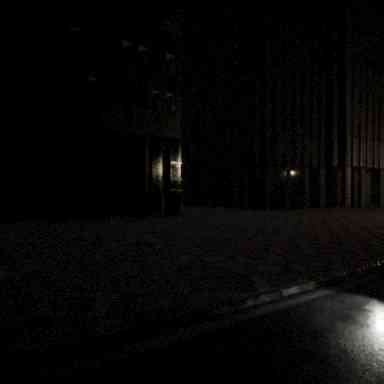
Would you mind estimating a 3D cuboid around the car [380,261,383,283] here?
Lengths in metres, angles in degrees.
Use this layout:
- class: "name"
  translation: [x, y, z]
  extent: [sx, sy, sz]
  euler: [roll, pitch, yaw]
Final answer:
- class: "car"
  translation: [6.362, 1.503, 7.916]
  extent: [4.674, 1.442, 1.812]
  euler: [0, 0, -36]
